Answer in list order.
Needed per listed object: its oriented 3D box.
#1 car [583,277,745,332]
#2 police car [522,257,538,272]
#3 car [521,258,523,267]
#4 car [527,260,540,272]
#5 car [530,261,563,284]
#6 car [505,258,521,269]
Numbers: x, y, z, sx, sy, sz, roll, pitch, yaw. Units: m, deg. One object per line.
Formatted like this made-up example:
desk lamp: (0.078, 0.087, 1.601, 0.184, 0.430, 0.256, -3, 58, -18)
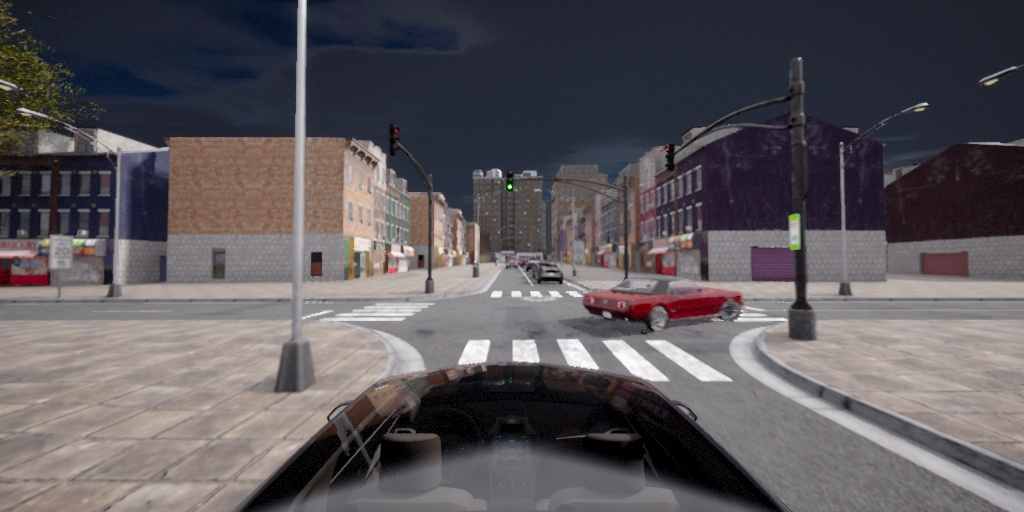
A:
car: (4.484, 1.250, 10.355, 4.718, 1.301, 1.895, 0, -1, -26)
police car: (2.723, 1.157, 45.962, 1.930, 1.638, 5.238, 0, 0, 0)
car: (2.602, 1.118, 64.192, 2.192, 1.841, 5.009, 0, 0, 0)
car: (2.621, 1.269, 31.568, 1.948, 1.339, 4.313, 0, 0, 0)
car: (2.624, 1.266, 26.132, 1.948, 1.339, 4.313, 0, 0, 0)
car: (0.015, 1.368, 55.974, 1.895, 1.301, 4.718, 0, 0, 0)
